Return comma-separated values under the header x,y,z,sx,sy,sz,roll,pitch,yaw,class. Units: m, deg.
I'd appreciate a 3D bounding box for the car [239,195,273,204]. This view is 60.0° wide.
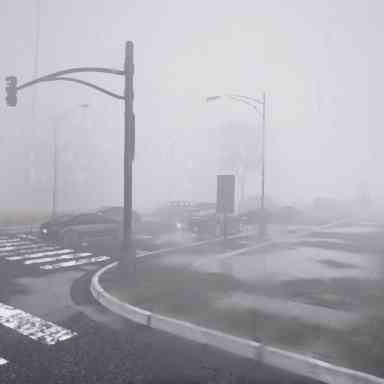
x,y,z,sx,sy,sz,roll,pitch,yaw,class
7.164,1.357,36.772,2.150,2.045,5.566,1,0,36,car

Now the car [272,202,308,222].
x,y,z,sx,sy,sz,roll,pitch,yaw,class
7.964,1.779,27.898,1.802,1.307,4.206,1,0,36,car

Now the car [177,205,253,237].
x,y,z,sx,sy,sz,roll,pitch,yaw,class
1.470,1.696,19.067,2.008,1.369,4.403,1,0,36,car

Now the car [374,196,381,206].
x,y,z,sx,sy,sz,roll,pitch,yaw,class
34.943,1.940,64.796,1.752,1.417,4.829,1,0,36,car

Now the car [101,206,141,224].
x,y,z,sx,sy,sz,roll,pitch,yaw,class
-5.086,1.564,20.139,1.812,1.442,4.674,1,0,36,car

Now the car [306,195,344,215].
x,y,z,sx,sy,sz,roll,pitch,yaw,class
15.180,1.569,37.780,2.192,1.841,5.009,1,0,36,car

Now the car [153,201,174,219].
x,y,z,sx,sy,sz,roll,pitch,yaw,class
-1.612,1.481,29.454,1.967,1.590,4.097,1,0,36,car

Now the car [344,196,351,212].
x,y,z,sx,sy,sz,roll,pitch,yaw,class
18.441,1.720,42.272,1.967,1.590,4.097,1,0,36,car

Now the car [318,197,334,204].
x,y,z,sx,sy,sz,roll,pitch,yaw,class
28.091,1.849,69.622,1.947,1.339,4.313,1,0,36,car

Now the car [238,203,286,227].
x,y,z,sx,sy,sz,roll,pitch,yaw,class
4.718,1.737,23.483,1.947,1.339,4.313,1,0,36,car

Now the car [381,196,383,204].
x,y,z,sx,sy,sz,roll,pitch,yaw,class
41.423,1.784,73.602,2.192,1.841,5.009,1,0,36,car

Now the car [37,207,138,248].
x,y,z,sx,sy,sz,roll,pitch,yaw,class
-4.906,1.631,15.546,1.994,1.385,4.181,1,0,39,car

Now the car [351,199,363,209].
x,y,z,sx,sy,sz,roll,pitch,yaw,class
24.976,1.773,51.244,1.967,1.590,4.097,1,0,36,car

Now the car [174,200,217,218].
x,y,z,sx,sy,sz,roll,pitch,yaw,class
0.919,1.591,28.301,1.837,1.490,4.892,1,0,36,car

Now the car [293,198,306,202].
x,y,z,sx,sy,sz,roll,pitch,yaw,class
18.123,1.726,56.071,1.752,1.417,4.829,1,0,36,car

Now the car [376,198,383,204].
x,y,z,sx,sy,sz,roll,pitch,yaw,class
44.709,2.047,78.075,2.008,1.369,4.403,1,0,36,car
